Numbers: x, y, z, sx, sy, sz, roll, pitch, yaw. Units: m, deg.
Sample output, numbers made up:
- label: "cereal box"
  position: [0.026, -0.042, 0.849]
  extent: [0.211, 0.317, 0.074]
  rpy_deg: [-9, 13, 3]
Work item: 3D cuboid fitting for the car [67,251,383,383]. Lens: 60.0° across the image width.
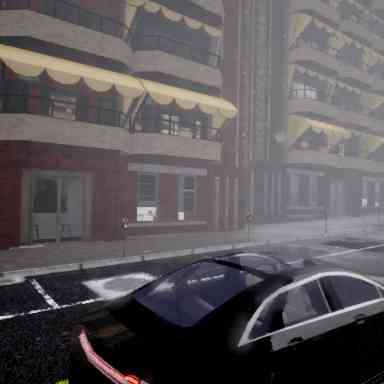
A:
- label: "car"
  position: [1.118, 1.494, 3.961]
  extent: [4.902, 1.511, 2.128]
  rpy_deg: [0, 0, -36]
